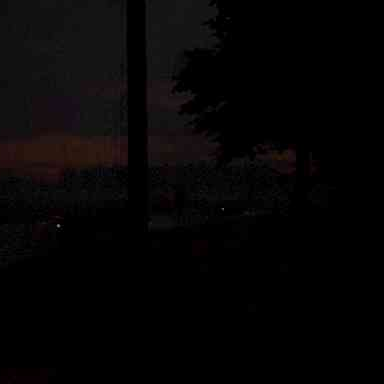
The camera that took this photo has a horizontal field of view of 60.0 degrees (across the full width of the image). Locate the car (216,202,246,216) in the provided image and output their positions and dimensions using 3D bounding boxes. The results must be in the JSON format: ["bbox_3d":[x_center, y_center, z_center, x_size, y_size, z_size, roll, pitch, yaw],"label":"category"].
[{"bbox_3d":[4.319,1.744,36.265,1.994,1.385,4.181,2,1,33],"label":"car"}]

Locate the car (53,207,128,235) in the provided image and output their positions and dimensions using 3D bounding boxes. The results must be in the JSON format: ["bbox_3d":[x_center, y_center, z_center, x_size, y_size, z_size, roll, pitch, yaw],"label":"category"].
[{"bbox_3d":[-6.117,1.668,20.724,2.128,1.511,4.902,2,1,35],"label":"car"}]
